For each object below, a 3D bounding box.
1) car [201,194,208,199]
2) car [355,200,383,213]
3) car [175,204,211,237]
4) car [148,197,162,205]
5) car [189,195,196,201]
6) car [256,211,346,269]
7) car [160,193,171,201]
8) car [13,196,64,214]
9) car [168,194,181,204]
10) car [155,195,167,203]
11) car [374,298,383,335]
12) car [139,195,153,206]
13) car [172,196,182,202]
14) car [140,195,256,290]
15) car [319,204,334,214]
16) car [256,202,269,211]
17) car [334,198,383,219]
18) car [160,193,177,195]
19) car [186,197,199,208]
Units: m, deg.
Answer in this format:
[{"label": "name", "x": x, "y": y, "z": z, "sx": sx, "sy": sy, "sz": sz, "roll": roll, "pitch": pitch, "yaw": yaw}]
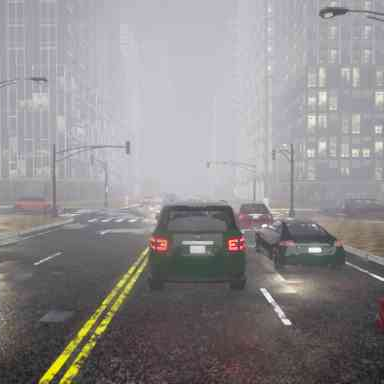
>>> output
[{"label": "car", "x": 3.397, "y": 1.216, "z": 91.648, "sx": 1.882, "sy": 1.535, "sz": 5.008, "roll": 0, "pitch": 0, "yaw": 0}, {"label": "car", "x": 21.871, "y": 1.641, "z": 38.698, "sx": 4.829, "sy": 1.417, "sz": 1.752, "roll": 1, "pitch": 0, "yaw": 1}, {"label": "car", "x": 0.127, "y": 1.515, "z": 18.880, "sx": 1.812, "sy": 1.442, "sz": 4.674, "roll": 0, "pitch": 0, "yaw": 2}, {"label": "car", "x": -6.478, "y": 1.554, "z": 58.958, "sx": 1.895, "sy": 1.301, "sz": 4.718, "roll": 0, "pitch": 0, "yaw": 0}, {"label": "car", "x": 0.134, "y": 1.440, "z": 84.155, "sx": 1.812, "sy": 1.442, "sz": 4.674, "roll": 0, "pitch": 0, "yaw": 0}, {"label": "car", "x": 3.368, "y": 1.558, "z": 11.127, "sx": 1.994, "sy": 1.385, "sz": 4.181, "roll": 0, "pitch": 0, "yaw": 0}, {"label": "car", "x": -6.373, "y": 1.151, "z": 79.782, "sx": 2.150, "sy": 2.045, "sz": 5.566, "roll": 0, "pitch": 0, "yaw": 0}, {"label": "car", "x": -15.475, "y": 1.228, "z": 33.681, "sx": 4.553, "sy": 1.767, "sz": 2.097, "roll": 0, "pitch": 1, "yaw": -1}, {"label": "car", "x": -3.216, "y": 1.302, "z": 61.563, "sx": 2.097, "sy": 1.767, "sz": 4.553, "roll": 0, "pitch": 0, "yaw": 0}, {"label": "car", "x": -6.390, "y": 1.418, "z": 69.212, "sx": 1.882, "sy": 1.535, "sz": 5.008, "roll": 0, "pitch": 0, "yaw": 0}, {"label": "car", "x": 3.354, "y": 1.600, "z": 2.302, "sx": 1.895, "sy": 1.301, "sz": 4.718, "roll": 0, "pitch": 0, "yaw": 0}, {"label": "car", "x": -6.543, "y": 1.316, "z": 49.968, "sx": 2.097, "sy": 1.767, "sz": 4.553, "roll": 0, "pitch": 0, "yaw": 1}, {"label": "car", "x": -3.137, "y": 1.532, "z": 71.616, "sx": 1.895, "sy": 1.301, "sz": 4.718, "roll": 0, "pitch": 0, "yaw": 0}, {"label": "car", "x": 0.116, "y": 1.217, "z": 9.198, "sx": 2.150, "sy": 2.045, "sz": 5.566, "roll": 0, "pitch": 0, "yaw": 0}, {"label": "car", "x": 16.780, "y": 1.660, "z": 36.197, "sx": 5.357, "sy": 1.411, "sz": 2.033, "roll": 0, "pitch": 1, "yaw": 1}, {"label": "car", "x": 3.381, "y": 1.341, "z": 19.740, "sx": 2.097, "sy": 1.767, "sz": 4.553, "roll": 0, "pitch": 0, "yaw": 0}, {"label": "car", "x": 16.249, "y": 1.517, "z": 30.421, "sx": 5.009, "sy": 1.841, "sz": 2.192, "roll": 1, "pitch": 0, "yaw": 1}, {"label": "car", "x": -3.281, "y": 1.183, "z": 51.752, "sx": 2.150, "sy": 2.045, "sz": 5.566, "roll": 0, "pitch": 0, "yaw": -1}, {"label": "car", "x": 0.132, "y": 1.492, "z": 48.491, "sx": 1.812, "sy": 1.442, "sz": 4.674, "roll": 0, "pitch": 0, "yaw": 2}]
